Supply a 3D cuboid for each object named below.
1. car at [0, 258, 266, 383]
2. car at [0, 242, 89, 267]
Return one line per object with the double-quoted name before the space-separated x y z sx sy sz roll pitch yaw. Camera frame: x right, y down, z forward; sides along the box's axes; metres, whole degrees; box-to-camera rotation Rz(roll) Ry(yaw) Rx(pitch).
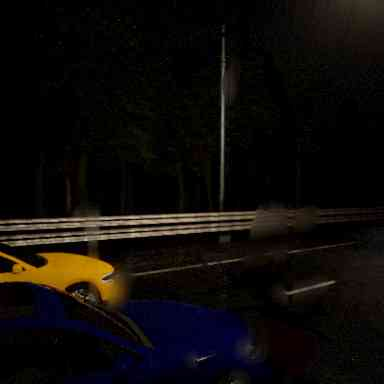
"car" -1.451 1.529 2.711 4.674 1.442 1.812 1 0 -35
"car" -3.731 1.477 5.384 5.008 1.535 1.882 1 -1 -35
